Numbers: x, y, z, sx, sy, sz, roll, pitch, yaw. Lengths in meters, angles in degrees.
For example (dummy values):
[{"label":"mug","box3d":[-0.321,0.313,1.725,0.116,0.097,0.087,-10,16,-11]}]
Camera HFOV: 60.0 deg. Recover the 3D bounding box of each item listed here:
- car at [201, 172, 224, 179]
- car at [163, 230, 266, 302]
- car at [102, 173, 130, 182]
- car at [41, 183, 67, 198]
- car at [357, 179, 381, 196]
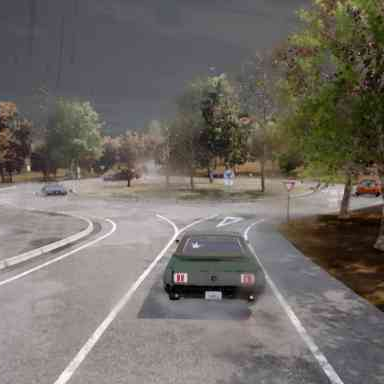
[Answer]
[{"label":"car","box3d":[4.110,-3.358,66.733,4.718,1.301,1.895,2,6,23]},{"label":"car","box3d":[0.506,1.585,8.251,1.895,1.301,4.718,0,0,3]},{"label":"car","box3d":[-13.124,-2.551,57.459,1.882,1.535,5.008,4,7,42]},{"label":"car","box3d":[-14.650,-0.262,35.066,1.994,1.385,4.181,-4,7,-33]},{"label":"car","box3d":[19.039,-0.635,35.710,2.097,1.767,4.553,3,7,30]}]
